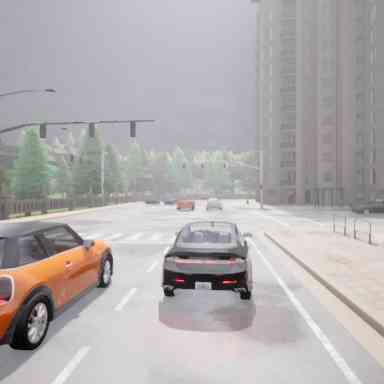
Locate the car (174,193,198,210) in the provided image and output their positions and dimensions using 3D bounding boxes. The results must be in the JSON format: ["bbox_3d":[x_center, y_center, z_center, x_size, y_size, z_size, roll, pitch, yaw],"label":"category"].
[{"bbox_3d":[-0.658,1.339,42.832,2.097,1.767,4.553,0,0,4],"label":"car"}]

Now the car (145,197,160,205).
[{"bbox_3d":[-6.880,1.584,57.949,1.895,1.301,4.718,0,0,4],"label":"car"}]

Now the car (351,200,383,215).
[{"bbox_3d":[18.457,1.547,33.159,4.892,1.490,1.837,-1,0,3],"label":"car"}]

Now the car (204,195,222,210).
[{"bbox_3d":[2.925,1.517,43.900,1.812,1.442,4.674,0,0,4],"label":"car"}]

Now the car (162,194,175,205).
[{"bbox_3d":[-3.482,1.547,56.111,1.994,1.385,4.181,0,0,4],"label":"car"}]

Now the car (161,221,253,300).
[{"bbox_3d":[0.500,1.489,8.443,2.128,1.511,4.902,0,0,7],"label":"car"}]

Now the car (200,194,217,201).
[{"bbox_3d":[4.913,1.330,84.855,2.097,1.767,4.553,0,0,38],"label":"car"}]

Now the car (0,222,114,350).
[{"bbox_3d":[-3.106,1.350,6.444,2.097,1.767,4.553,0,0,4],"label":"car"}]

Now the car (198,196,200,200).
[{"bbox_3d":[3.144,1.513,88.177,2.033,1.411,5.357,0,0,38],"label":"car"}]
